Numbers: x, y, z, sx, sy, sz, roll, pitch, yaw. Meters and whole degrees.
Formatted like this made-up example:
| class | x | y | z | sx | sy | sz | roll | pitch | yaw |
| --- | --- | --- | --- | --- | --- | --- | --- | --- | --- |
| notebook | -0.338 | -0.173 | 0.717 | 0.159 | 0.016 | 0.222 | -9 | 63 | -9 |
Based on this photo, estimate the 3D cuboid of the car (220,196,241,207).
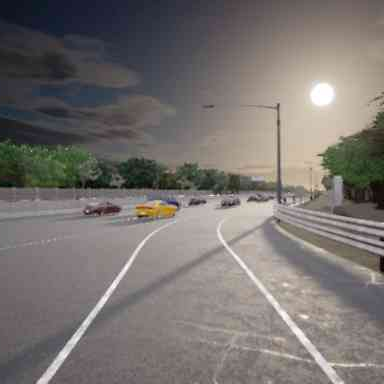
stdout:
| class | x | y | z | sx | sy | sz | roll | pitch | yaw |
| --- | --- | --- | --- | --- | --- | --- | --- | --- | --- |
| car | 5.912 | 1.604 | 49.665 | 1.895 | 1.301 | 4.718 | -1 | 0 | 23 |

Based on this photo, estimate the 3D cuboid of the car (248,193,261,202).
| class | x | y | z | sx | sy | sz | roll | pitch | yaw |
| --- | --- | --- | --- | --- | --- | --- | --- | --- | --- |
| car | 15.017 | 1.550 | 80.847 | 1.837 | 1.490 | 4.892 | -1 | 0 | 22 |

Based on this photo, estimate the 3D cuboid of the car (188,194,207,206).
| class | x | y | z | sx | sy | sz | roll | pitch | yaw |
| --- | --- | --- | --- | --- | --- | --- | --- | --- | --- |
| car | 1.075 | 1.578 | 56.269 | 1.837 | 1.490 | 4.892 | -1 | 0 | 23 |

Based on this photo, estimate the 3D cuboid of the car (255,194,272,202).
| class | x | y | z | sx | sy | sz | roll | pitch | yaw |
| --- | --- | --- | --- | --- | --- | --- | --- | --- | --- |
| car | 15.986 | 1.606 | 74.005 | 1.895 | 1.301 | 4.718 | -1 | 0 | 22 |

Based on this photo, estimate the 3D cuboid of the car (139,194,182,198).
| class | x | y | z | sx | sy | sz | roll | pitch | yaw |
| --- | --- | --- | --- | --- | --- | --- | --- | --- | --- |
| car | -3.203 | 1.256 | 36.926 | 2.150 | 2.045 | 5.566 | -1 | 0 | 23 |

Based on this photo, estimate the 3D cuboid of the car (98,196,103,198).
| class | x | y | z | sx | sy | sz | roll | pitch | yaw |
| --- | --- | --- | --- | --- | --- | --- | --- | --- | --- |
| car | -16.265 | 1.593 | 60.230 | 2.097 | 1.767 | 4.553 | -1 | 0 | 23 |

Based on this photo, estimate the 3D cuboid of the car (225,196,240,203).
| class | x | y | z | sx | sy | sz | roll | pitch | yaw |
| --- | --- | --- | --- | --- | --- | --- | --- | --- | --- |
| car | 9.198 | 1.603 | 75.907 | 2.128 | 1.511 | 4.902 | -1 | 0 | 22 |

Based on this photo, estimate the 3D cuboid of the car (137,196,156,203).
| class | x | y | z | sx | sy | sz | roll | pitch | yaw |
| --- | --- | --- | --- | --- | --- | --- | --- | --- | --- |
| car | -10.191 | 1.721 | 74.803 | 1.882 | 1.535 | 5.008 | -1 | 0 | 22 |

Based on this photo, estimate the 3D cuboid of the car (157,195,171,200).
| class | x | y | z | sx | sy | sz | roll | pitch | yaw |
| --- | --- | --- | --- | --- | --- | --- | --- | --- | --- |
| car | -7.555 | 1.453 | 90.379 | 1.994 | 1.385 | 4.181 | -1 | 0 | 22 |

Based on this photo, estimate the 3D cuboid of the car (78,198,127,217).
| class | x | y | z | sx | sy | sz | roll | pitch | yaw |
| --- | --- | --- | --- | --- | --- | --- | --- | --- | --- |
| car | -8.738 | 1.594 | 32.741 | 1.812 | 1.442 | 4.674 | -1 | 0 | 23 |

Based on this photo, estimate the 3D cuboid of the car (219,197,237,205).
| class | x | y | z | sx | sy | sz | roll | pitch | yaw |
| --- | --- | --- | --- | --- | --- | --- | --- | --- | --- |
| car | 6.581 | 1.603 | 60.409 | 1.994 | 1.385 | 4.181 | -1 | 0 | 22 |

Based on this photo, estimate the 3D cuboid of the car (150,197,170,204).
| class | x | y | z | sx | sy | sz | roll | pitch | yaw |
| --- | --- | --- | --- | --- | --- | --- | --- | --- | --- |
| car | -6.958 | 1.749 | 73.460 | 2.033 | 1.411 | 5.357 | -1 | 0 | 22 |

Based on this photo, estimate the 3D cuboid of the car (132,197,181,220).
| class | x | y | z | sx | sy | sz | roll | pitch | yaw |
| --- | --- | --- | --- | --- | --- | --- | --- | --- | --- |
| car | -2.928 | 1.478 | 28.485 | 1.882 | 1.535 | 5.008 | -1 | 0 | 23 |

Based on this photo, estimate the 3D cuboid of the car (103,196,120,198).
| class | x | y | z | sx | sy | sz | roll | pitch | yaw |
| --- | --- | --- | --- | --- | --- | --- | --- | --- | --- |
| car | -13.052 | 1.712 | 58.854 | 1.837 | 1.490 | 4.892 | -1 | 0 | 23 |

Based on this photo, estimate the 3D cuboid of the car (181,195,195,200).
| class | x | y | z | sx | sy | sz | roll | pitch | yaw |
| --- | --- | --- | --- | --- | --- | --- | --- | --- | --- |
| car | -1.044 | 1.385 | 87.808 | 1.994 | 1.385 | 4.181 | -1 | 0 | 22 |

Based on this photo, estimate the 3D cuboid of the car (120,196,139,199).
| class | x | y | z | sx | sy | sz | roll | pitch | yaw |
| --- | --- | --- | --- | --- | --- | --- | --- | --- | --- |
| car | -9.784 | 1.526 | 57.622 | 2.097 | 1.767 | 4.553 | -1 | 0 | 23 |

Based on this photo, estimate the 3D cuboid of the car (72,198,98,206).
| class | x | y | z | sx | sy | sz | roll | pitch | yaw |
| --- | --- | --- | --- | --- | --- | --- | --- | --- | --- |
| car | -19.638 | 1.800 | 61.193 | 1.812 | 1.442 | 4.674 | -1 | 0 | 23 |

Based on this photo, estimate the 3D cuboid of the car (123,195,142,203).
| class | x | y | z | sx | sy | sz | roll | pitch | yaw |
| --- | --- | --- | --- | --- | --- | --- | --- | --- | --- |
| car | -13.551 | 1.632 | 75.839 | 2.097 | 1.767 | 4.553 | -1 | 0 | 22 |

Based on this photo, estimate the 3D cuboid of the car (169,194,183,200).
| class | x | y | z | sx | sy | sz | roll | pitch | yaw |
| --- | --- | --- | --- | --- | --- | --- | --- | --- | --- |
| car | -4.281 | 1.344 | 89.140 | 1.882 | 1.535 | 5.008 | -1 | 0 | 22 |
